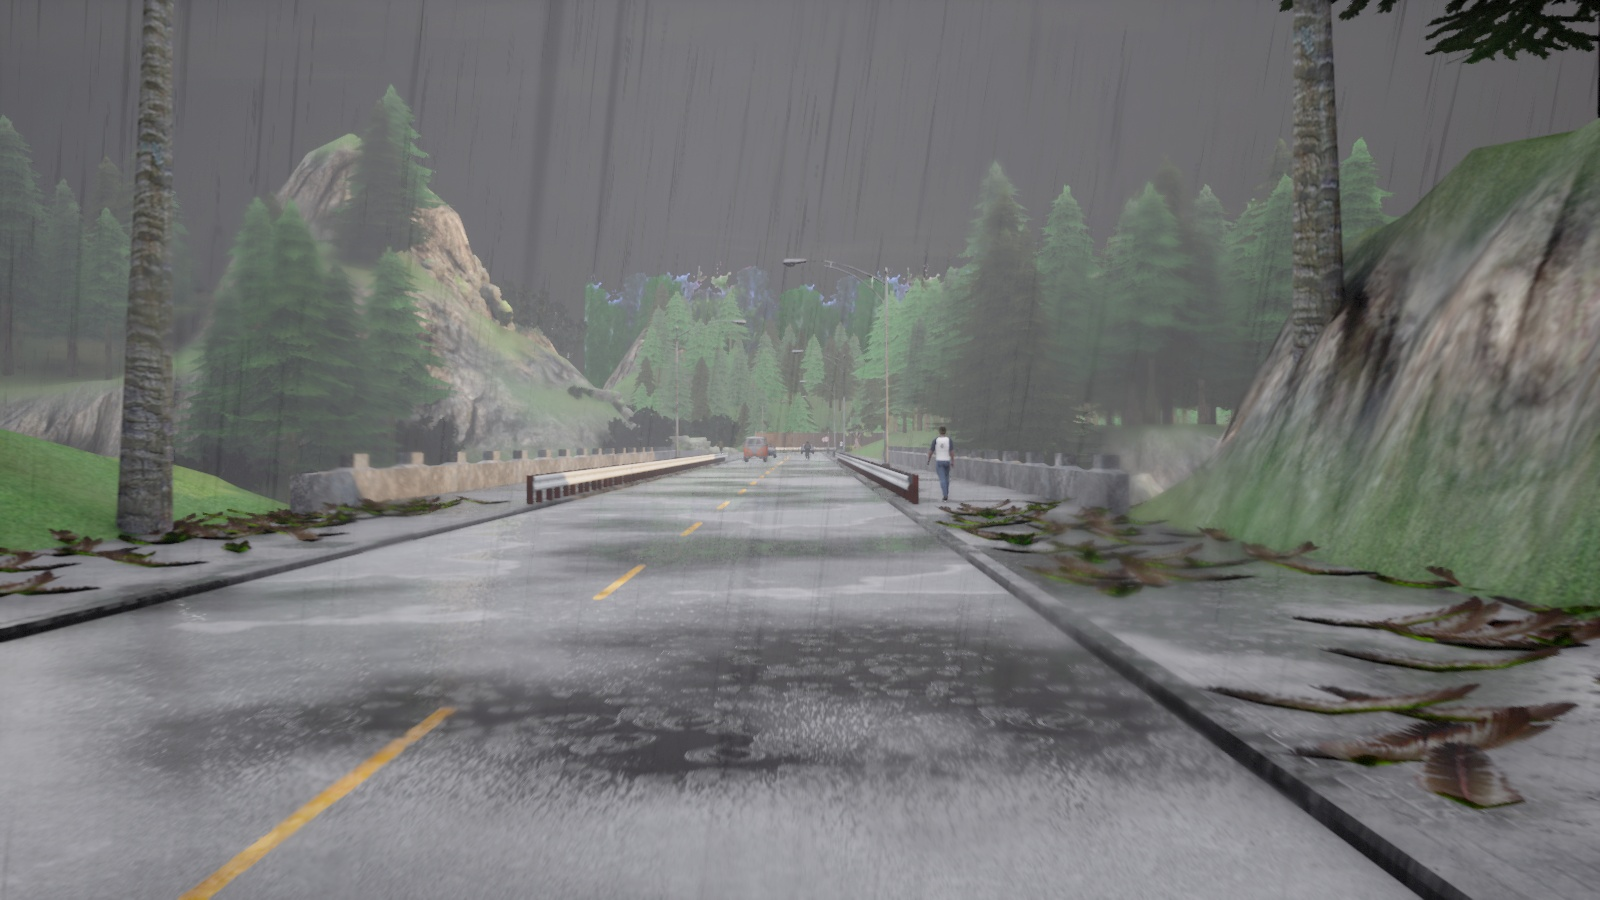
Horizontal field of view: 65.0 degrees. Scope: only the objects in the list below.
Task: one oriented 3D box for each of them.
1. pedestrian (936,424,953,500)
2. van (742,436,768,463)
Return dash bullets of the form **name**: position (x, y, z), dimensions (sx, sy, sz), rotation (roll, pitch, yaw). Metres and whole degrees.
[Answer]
- **pedestrian**: position (3.489, 0.288, 30.405), dimensions (0.354, 1.836, 0.706), rotation (0, 0, 3)
- **van**: position (-3.412, -0.047, 96.385), dimensions (1.775, 1.987, 4.442), rotation (0, 0, 0)
